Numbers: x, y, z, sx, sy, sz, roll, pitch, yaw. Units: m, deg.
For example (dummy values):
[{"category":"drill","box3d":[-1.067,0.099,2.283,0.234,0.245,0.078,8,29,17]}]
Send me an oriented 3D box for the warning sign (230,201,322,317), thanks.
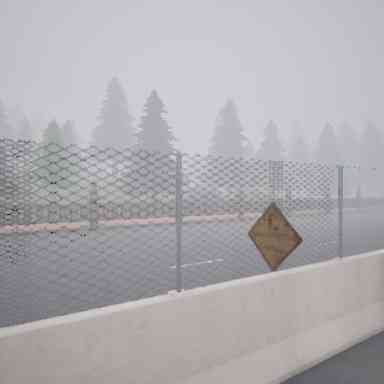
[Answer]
[{"category":"warning sign","box3d":[1.550,1.115,6.265,1.060,1.860,1.300,0,0,-35]}]
